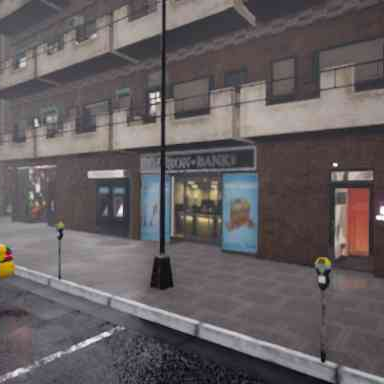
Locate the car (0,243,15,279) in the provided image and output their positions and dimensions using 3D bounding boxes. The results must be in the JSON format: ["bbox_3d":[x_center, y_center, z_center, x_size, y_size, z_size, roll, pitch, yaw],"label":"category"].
[{"bbox_3d":[-6.176,1.231,7.760,5.366,1.575,1.801,2,1,36],"label":"car"}]
